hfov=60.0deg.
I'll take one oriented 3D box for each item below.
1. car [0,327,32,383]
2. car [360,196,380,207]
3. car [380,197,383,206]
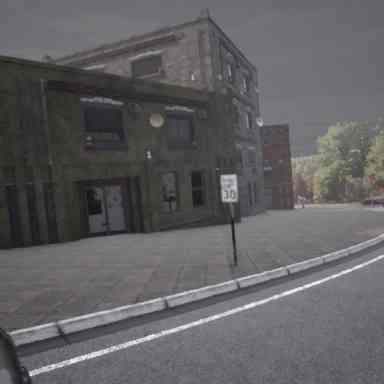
[{"bbox_3d":[-3.487,1.543,1.259,5.357,1.411,2.033,0,0,-35],"label":"car"},{"bbox_3d":[28.692,1.465,52.853,1.882,1.535,5.008,-5,-2,-1],"label":"car"},{"bbox_3d":[22.729,1.078,36.188,2.150,2.045,5.566,-4,-2,16],"label":"car"}]
